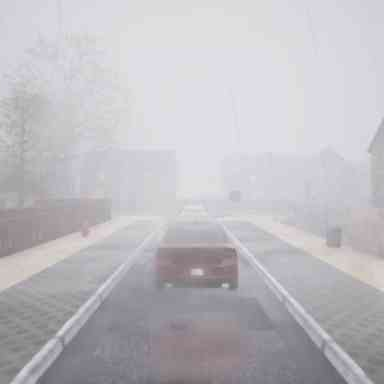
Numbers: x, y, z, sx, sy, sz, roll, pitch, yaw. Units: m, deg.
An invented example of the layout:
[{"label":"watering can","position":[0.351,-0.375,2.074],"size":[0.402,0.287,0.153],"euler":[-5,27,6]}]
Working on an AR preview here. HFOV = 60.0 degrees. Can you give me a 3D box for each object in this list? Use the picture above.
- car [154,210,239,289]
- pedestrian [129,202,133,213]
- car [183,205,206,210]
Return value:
[{"label":"car","position":[0.091,1.480,9.167],"size":[1.882,1.535,5.008],"euler":[0,0,0]},{"label":"pedestrian","position":[-6.749,1.366,36.978],"size":[0.375,1.860,0.375],"euler":[0,-1,1]},{"label":"car","position":[0.126,1.531,20.502],"size":[1.812,1.442,4.674],"euler":[0,0,2]}]
